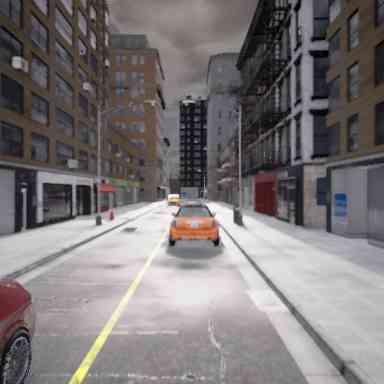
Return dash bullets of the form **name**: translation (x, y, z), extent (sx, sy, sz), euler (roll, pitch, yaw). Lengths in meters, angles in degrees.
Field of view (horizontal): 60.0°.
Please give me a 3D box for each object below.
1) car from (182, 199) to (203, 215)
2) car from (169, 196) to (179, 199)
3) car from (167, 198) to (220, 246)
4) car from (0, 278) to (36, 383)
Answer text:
- **car**: translation (0.079, 1.506, 34.481), extent (2.033, 1.411, 5.357), euler (0, 0, 0)
- **car**: translation (-2.814, 1.414, 52.514), extent (1.882, 1.535, 5.008), euler (0, 0, 1)
- **car**: translation (0.087, 1.335, 15.335), extent (2.097, 1.767, 4.553), euler (0, 0, 0)
- **car**: translation (-2.839, 1.524, 2.414), extent (1.812, 1.442, 4.674), euler (0, 0, 0)
